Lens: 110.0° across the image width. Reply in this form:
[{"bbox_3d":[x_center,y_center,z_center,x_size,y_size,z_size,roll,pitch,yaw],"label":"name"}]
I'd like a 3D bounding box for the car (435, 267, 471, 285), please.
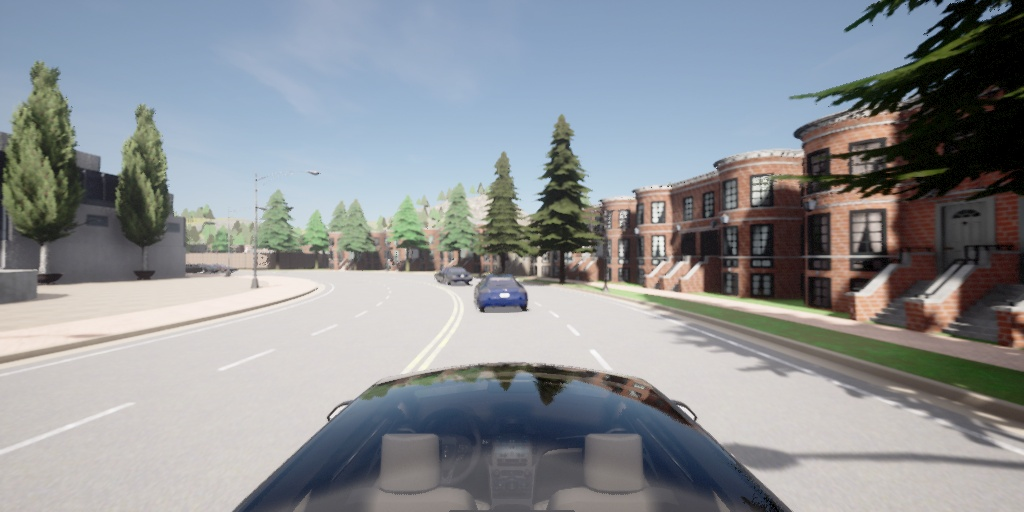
[{"bbox_3d":[-4.861,1.594,29.358,2.033,1.411,5.357,0,-1,-26],"label":"car"}]

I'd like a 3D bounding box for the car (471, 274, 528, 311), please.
[{"bbox_3d":[-0.576,1.461,15.418,1.994,1.385,4.181,0,-1,-9],"label":"car"}]

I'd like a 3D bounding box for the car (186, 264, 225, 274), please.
[{"bbox_3d":[-42.119,1.758,48.412,4.892,1.490,1.837,-1,-1,8],"label":"car"}]
